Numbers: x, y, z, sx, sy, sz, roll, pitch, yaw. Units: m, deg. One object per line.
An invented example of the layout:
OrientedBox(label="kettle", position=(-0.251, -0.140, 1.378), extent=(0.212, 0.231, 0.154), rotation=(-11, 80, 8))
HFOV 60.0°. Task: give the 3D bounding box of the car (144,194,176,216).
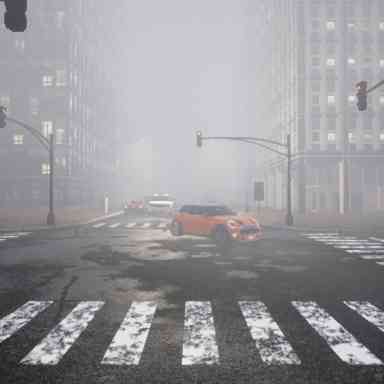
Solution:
OrientedBox(label="car", position=(-3.069, 1.234, 33.086), extent=(2.150, 2.045, 5.566), rotation=(0, 0, 0))

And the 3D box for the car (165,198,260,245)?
OrientedBox(label="car", position=(1.031, 1.358, 15.888), extent=(2.097, 1.767, 4.553), rotation=(0, 0, -41))

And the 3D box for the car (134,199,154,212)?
OrientedBox(label="car", position=(-5.643, 1.597, 39.400), extent=(1.802, 1.307, 4.206), rotation=(1, 0, 0))

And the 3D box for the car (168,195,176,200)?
OrientedBox(label="car", position=(-5.595, 1.605, 95.152), extent=(1.947, 1.339, 4.313), rotation=(1, 0, 0))

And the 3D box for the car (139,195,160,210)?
OrientedBox(label="car", position=(-5.633, 1.332, 44.975), extent=(2.192, 1.841, 5.009), rotation=(1, 0, 0))

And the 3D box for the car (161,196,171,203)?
OrientedBox(label="car", position=(-5.613, 1.573, 72.851), extent=(1.887, 1.381, 4.507), rotation=(1, 0, 0))

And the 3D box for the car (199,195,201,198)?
OrientedBox(label="car", position=(2.757, 1.590, 61.763), extent=(1.947, 1.339, 4.313), rotation=(1, 0, 0))

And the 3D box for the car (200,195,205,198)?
OrientedBox(label="car", position=(2.753, 1.547, 56.356), extent=(1.752, 1.417, 4.829), rotation=(1, 0, 0))

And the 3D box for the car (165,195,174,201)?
OrientedBox(label="car", position=(-5.604, 1.578, 84.001), extent=(1.887, 1.381, 4.507), rotation=(1, 0, 0))

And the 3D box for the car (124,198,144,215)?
OrientedBox(label="car", position=(-5.645, 1.453, 33.825), extent=(1.967, 1.590, 4.097), rotation=(1, 0, 0))

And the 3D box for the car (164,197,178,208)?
OrientedBox(label="car", position=(-3.048, 1.545, 49.968), extent=(1.812, 1.442, 4.674), rotation=(0, 0, 0))

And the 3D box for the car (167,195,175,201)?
OrientedBox(label="car", position=(-5.599, 1.587, 89.577), extent=(2.008, 1.369, 4.403), rotation=(1, 0, 0))
